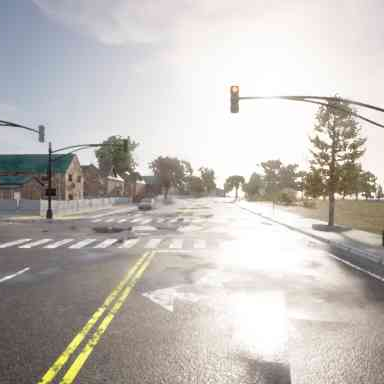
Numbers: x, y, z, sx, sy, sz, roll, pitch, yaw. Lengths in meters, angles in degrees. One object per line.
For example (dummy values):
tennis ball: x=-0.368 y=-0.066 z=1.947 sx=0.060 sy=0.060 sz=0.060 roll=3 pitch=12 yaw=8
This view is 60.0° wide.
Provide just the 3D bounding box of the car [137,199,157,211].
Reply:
car: x=-5.541 y=1.615 z=41.532 sx=1.837 sy=1.490 sz=4.892 roll=0 pitch=0 yaw=3

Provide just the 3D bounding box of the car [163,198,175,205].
car: x=-4.331 y=1.715 z=62.877 sx=1.895 sy=1.301 sz=4.718 roll=0 pitch=0 yaw=4
